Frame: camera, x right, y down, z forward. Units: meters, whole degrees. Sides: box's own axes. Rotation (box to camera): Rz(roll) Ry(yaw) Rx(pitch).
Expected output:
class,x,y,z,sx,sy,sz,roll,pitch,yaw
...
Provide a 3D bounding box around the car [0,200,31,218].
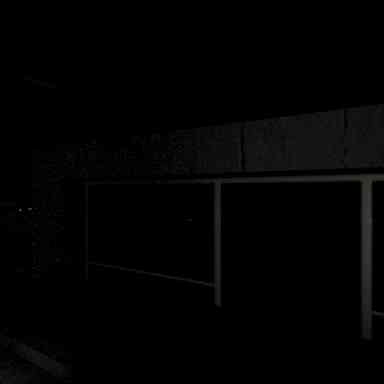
class,x,y,z,sx,sy,sz,roll,pitch,yaw
car,-15.210,1.520,30.666,1.837,1.490,4.892,0,0,34
